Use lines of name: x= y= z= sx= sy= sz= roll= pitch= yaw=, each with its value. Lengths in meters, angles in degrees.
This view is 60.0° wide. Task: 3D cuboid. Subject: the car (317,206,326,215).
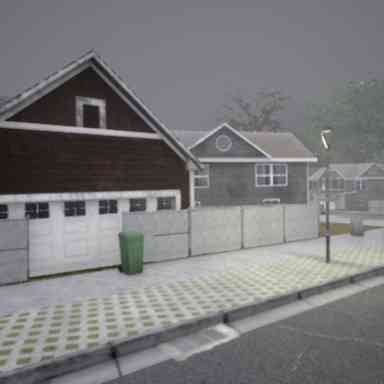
car: x=14.357 y=2.164 z=40.533 sx=1.994 sy=1.385 sz=4.181 roll=-2 pitch=-1 yaw=-14
